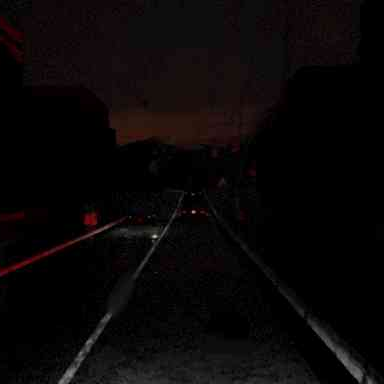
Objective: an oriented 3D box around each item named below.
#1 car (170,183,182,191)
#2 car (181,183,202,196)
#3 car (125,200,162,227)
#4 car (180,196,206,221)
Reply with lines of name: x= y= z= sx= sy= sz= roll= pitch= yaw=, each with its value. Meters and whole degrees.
car: x=-2.555 y=-1.064 z=63.543 sx=2.033 sy=1.411 sz=5.357 roll=0 pitch=4 yaw=13
car: x=0.101 y=0.189 z=41.124 sx=2.150 sy=2.045 sz=5.566 roll=0 pitch=4 yaw=0
car: x=-3.098 y=1.315 z=22.012 sx=1.882 sy=1.535 sz=5.008 roll=0 pitch=1 yaw=0
car: x=0.100 y=1.321 z=24.598 sx=2.033 sy=1.411 sz=5.357 roll=0 pitch=2 yaw=0
